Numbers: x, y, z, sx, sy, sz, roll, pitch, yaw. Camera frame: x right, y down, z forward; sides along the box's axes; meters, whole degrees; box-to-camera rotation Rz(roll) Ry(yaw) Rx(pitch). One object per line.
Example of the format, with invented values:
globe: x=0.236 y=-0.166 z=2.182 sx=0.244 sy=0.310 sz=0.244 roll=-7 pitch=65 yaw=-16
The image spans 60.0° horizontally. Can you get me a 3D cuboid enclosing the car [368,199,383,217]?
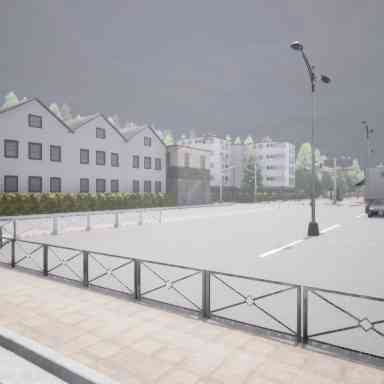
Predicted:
car: x=15.443 y=1.298 z=26.791 sx=2.007 sy=1.523 sz=4.514 roll=0 pitch=0 yaw=35
